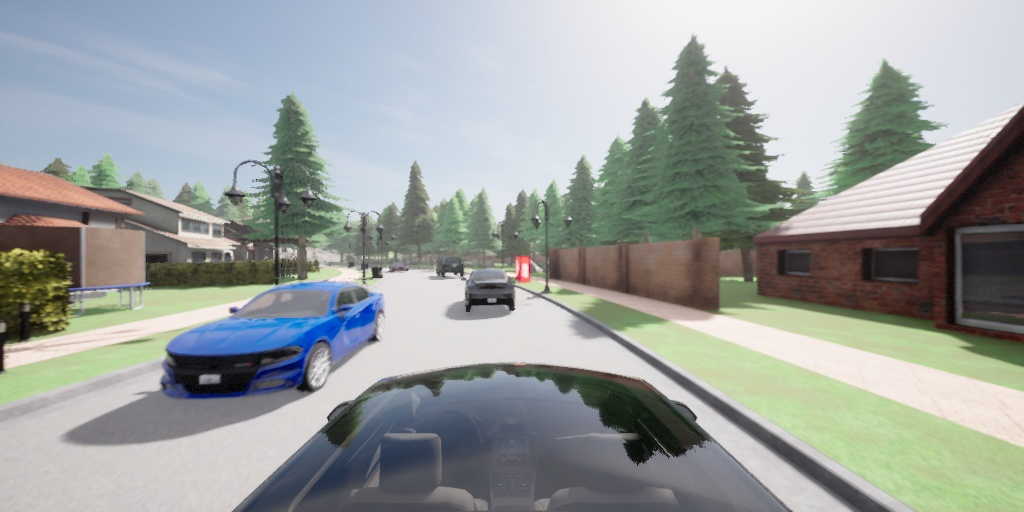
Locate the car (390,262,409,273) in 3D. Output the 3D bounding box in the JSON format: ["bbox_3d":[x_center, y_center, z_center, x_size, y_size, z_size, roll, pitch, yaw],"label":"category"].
[{"bbox_3d":[-14.845,1.459,47.143,1.994,1.385,4.181,0,0,-26],"label":"car"}]

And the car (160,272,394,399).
[{"bbox_3d":[-3.913,1.255,6.916,1.882,1.535,5.008,0,0,-4],"label":"car"}]

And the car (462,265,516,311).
[{"bbox_3d":[-0.996,1.281,14.663,1.837,1.490,4.892,0,0,-7],"label":"car"}]

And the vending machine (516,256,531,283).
[{"bbox_3d":[0.828,0.981,26.035,1.100,2.100,0.880,0,0,-14],"label":"vending machine"}]

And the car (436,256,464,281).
[{"bbox_3d":[-6.281,1.057,36.295,2.150,2.045,5.566,0,0,-19],"label":"car"}]
